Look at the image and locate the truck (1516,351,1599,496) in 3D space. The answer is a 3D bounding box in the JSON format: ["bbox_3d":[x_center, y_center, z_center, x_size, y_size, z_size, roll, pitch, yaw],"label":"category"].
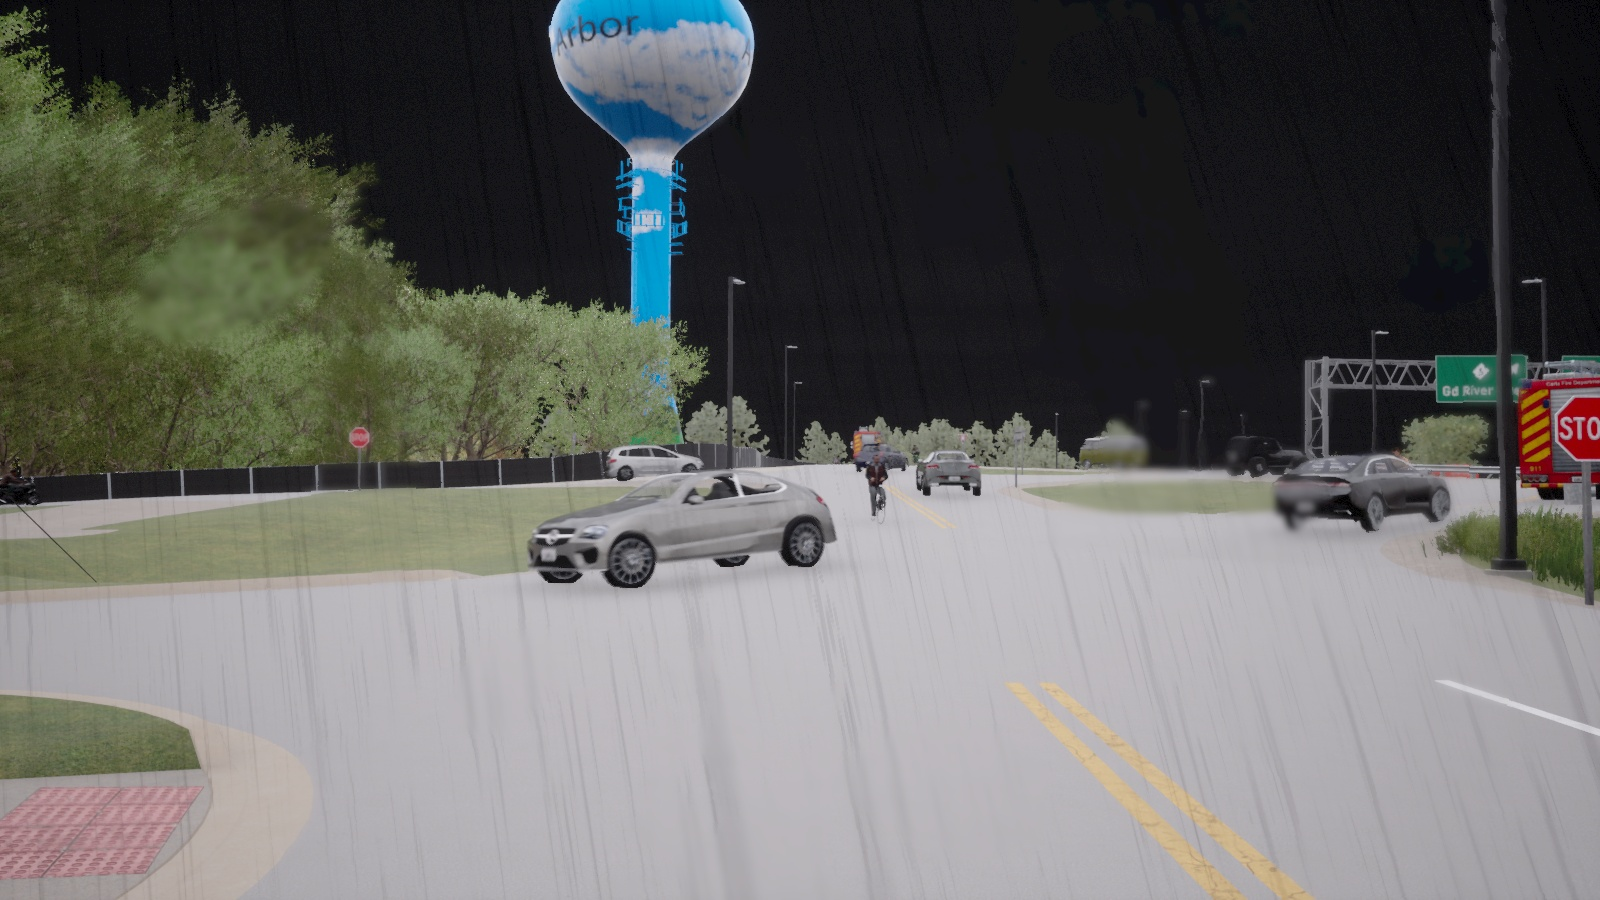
[{"bbox_3d":[23.925,-0.757,36.553,8.468,3.827,2.891,-1,-1,-43],"label":"truck"}]

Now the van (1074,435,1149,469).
[{"bbox_3d":[19.116,0.118,77.289,1.775,1.987,4.442,1,-1,-34],"label":"van"}]

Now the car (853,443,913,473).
[{"bbox_3d":[4.422,0.396,66.426,1.845,1.501,3.633,1,1,28],"label":"car"}]

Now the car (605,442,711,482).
[{"bbox_3d":[-6.639,0.571,58.440,4.611,1.667,2.242,-2,0,-13],"label":"car"}]

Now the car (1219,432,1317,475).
[{"bbox_3d":[21.642,0.154,58.096,3.866,1.878,1.905,-1,1,-17],"label":"car"}]

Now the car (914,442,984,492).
[{"bbox_3d":[5.553,0.597,47.367,2.152,1.651,5.027,0,2,1],"label":"car"}]

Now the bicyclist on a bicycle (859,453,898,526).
[{"bbox_3d":[1.989,0.981,31.963,0.659,1.776,1.843,0,0,-7],"label":"bicyclist on a bicycle"}]

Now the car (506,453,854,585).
[{"bbox_3d":[-1.764,1.014,19.674,5.027,1.651,2.152,-2,-2,-41],"label":"car"}]

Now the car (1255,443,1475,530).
[{"bbox_3d":[11.728,0.712,25.905,4.902,1.511,2.128,-2,-1,-40],"label":"car"}]

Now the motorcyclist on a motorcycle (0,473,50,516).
[{"bbox_3d":[-30.555,1.740,48.936,0.797,1.523,2.044,-1,3,45],"label":"motorcyclist on a motorcycle"}]
